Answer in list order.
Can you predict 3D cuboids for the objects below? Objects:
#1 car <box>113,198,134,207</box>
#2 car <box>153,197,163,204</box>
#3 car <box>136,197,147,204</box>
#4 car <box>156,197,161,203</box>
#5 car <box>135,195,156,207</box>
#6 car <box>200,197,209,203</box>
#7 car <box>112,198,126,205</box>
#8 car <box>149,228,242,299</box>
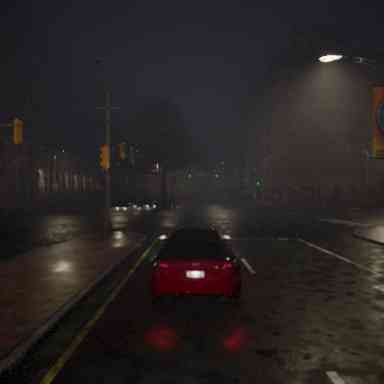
[{"bbox_3d":[-11.588,1.888,56.560,1.994,1.385,4.181,0,0,0],"label":"car"},{"bbox_3d":[-8.009,1.948,78.276,1.837,1.490,4.892,0,0,0],"label":"car"},{"bbox_3d":[-11.509,1.914,76.273,1.882,1.535,5.008,0,0,0],"label":"car"},{"bbox_3d":[-8.012,1.990,68.072,1.895,1.301,4.718,0,0,0],"label":"car"},{"bbox_3d":[-8.086,1.555,58.275,2.150,2.045,5.566,0,0,0],"label":"car"},{"bbox_3d":[3.490,2.049,86.792,1.994,1.385,4.181,0,0,0],"label":"car"},{"bbox_3d":[-14.757,1.981,67.516,1.895,1.301,4.718,0,0,0],"label":"car"},{"bbox_3d":[0.078,1.614,8.616,1.994,1.385,4.181,0,0,0],"label":"car"}]
